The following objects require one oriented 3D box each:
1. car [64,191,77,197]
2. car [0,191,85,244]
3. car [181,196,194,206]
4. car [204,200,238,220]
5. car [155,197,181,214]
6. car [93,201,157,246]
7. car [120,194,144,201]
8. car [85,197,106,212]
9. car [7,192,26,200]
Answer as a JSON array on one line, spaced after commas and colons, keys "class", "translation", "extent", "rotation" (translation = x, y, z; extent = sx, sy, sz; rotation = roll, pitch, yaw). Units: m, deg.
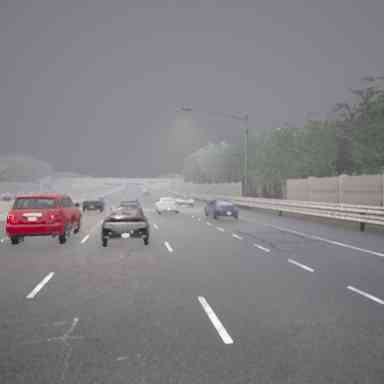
[{"class": "car", "translation": [-27.766, 0.463, 76.217], "extent": [1.812, 1.442, 4.674], "rotation": [0, 1, -9]}, {"class": "car", "translation": [-6.566, 1.099, 15.338], "extent": [2.150, 2.045, 5.566], "rotation": [0, 0, -10]}, {"class": "car", "translation": [-1.039, 1.226, 44.629], "extent": [1.895, 1.301, 4.718], "rotation": [0, 0, -10]}, {"class": "car", "translation": [2.234, 1.313, 25.941], "extent": [1.812, 1.442, 4.674], "rotation": [0, 0, -10]}, {"class": "car", "translation": [-2.483, 1.263, 31.897], "extent": [1.812, 1.442, 4.674], "rotation": [0, 1, -10]}, {"class": "car", "translation": [-2.909, 1.372, 14.776], "extent": [2.128, 1.511, 4.902], "rotation": [0, 0, -10]}, {"class": "car", "translation": [-6.030, 1.224, 32.452], "extent": [2.128, 1.511, 4.902], "rotation": [0, 0, -10]}, {"class": "car", "translation": [-9.737, 1.204, 33.337], "extent": [1.882, 1.535, 5.008], "rotation": [0, 0, -10]}, {"class": "car", "translation": [-37.585, 0.889, 71.238], "extent": [2.128, 1.511, 4.902], "rotation": [0, 1, -9]}]
